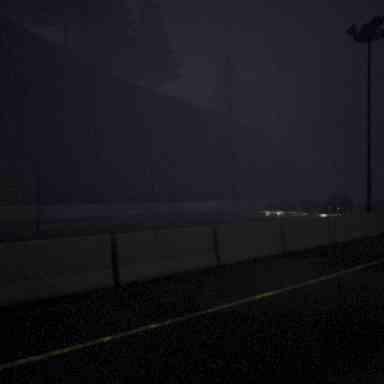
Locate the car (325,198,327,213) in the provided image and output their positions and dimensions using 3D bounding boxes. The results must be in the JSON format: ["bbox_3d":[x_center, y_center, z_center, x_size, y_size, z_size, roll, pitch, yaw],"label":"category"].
[{"bbox_3d":[16.802,1.314,38.285,2.150,2.045,5.566,0,0,42],"label":"car"}]

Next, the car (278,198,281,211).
[{"bbox_3d":[11.524,1.566,42.891,1.882,1.535,5.008,0,0,42],"label":"car"}]
